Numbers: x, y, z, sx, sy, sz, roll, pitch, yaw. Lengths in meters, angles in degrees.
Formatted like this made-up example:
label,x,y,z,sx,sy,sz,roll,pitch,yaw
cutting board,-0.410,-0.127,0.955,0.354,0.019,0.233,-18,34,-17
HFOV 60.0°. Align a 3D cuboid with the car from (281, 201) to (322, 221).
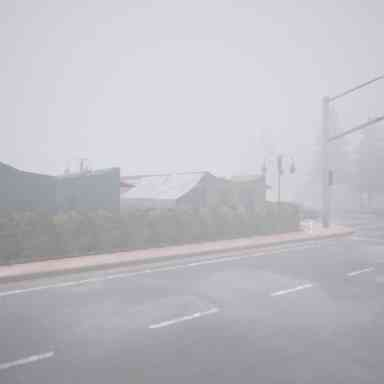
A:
label,x,y,z,sx,sy,sz,roll,pitch,yaw
car,8.452,1.543,28.015,1.837,1.490,4.892,0,0,-37
